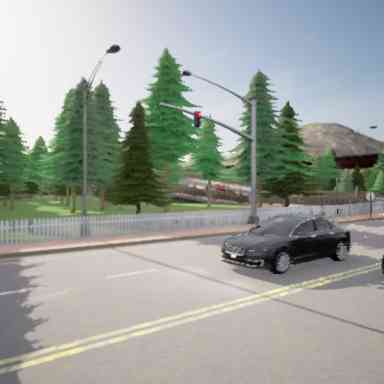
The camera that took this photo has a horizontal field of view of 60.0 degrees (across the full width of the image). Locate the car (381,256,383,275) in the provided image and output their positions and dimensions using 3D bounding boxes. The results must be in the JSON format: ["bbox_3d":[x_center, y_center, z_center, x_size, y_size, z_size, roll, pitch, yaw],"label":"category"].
[{"bbox_3d":[6.701,1.548,8.521,4.181,1.385,1.994,0,0,-35],"label":"car"}]

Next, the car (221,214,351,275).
[{"bbox_3d":[3.109,1.492,10.504,4.892,1.490,1.837,0,0,-35],"label":"car"}]

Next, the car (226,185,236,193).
[{"bbox_3d":[7.508,-0.549,75.416,2.150,2.045,5.566,0,7,-37],"label":"car"}]

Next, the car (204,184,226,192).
[{"bbox_3d":[4.666,-0.422,73.373,2.097,1.767,4.553,0,7,-37],"label":"car"}]
